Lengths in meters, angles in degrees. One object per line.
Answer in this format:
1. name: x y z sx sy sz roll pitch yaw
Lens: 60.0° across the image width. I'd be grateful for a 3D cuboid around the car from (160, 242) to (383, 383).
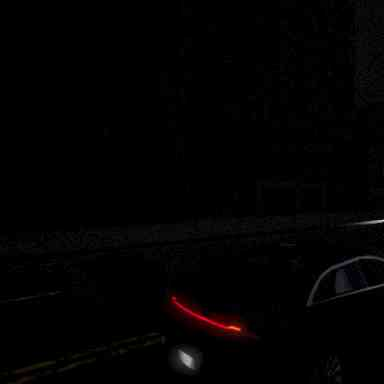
1. car: 1.916 1.495 4.804 4.902 1.511 2.128 0 0 -36
